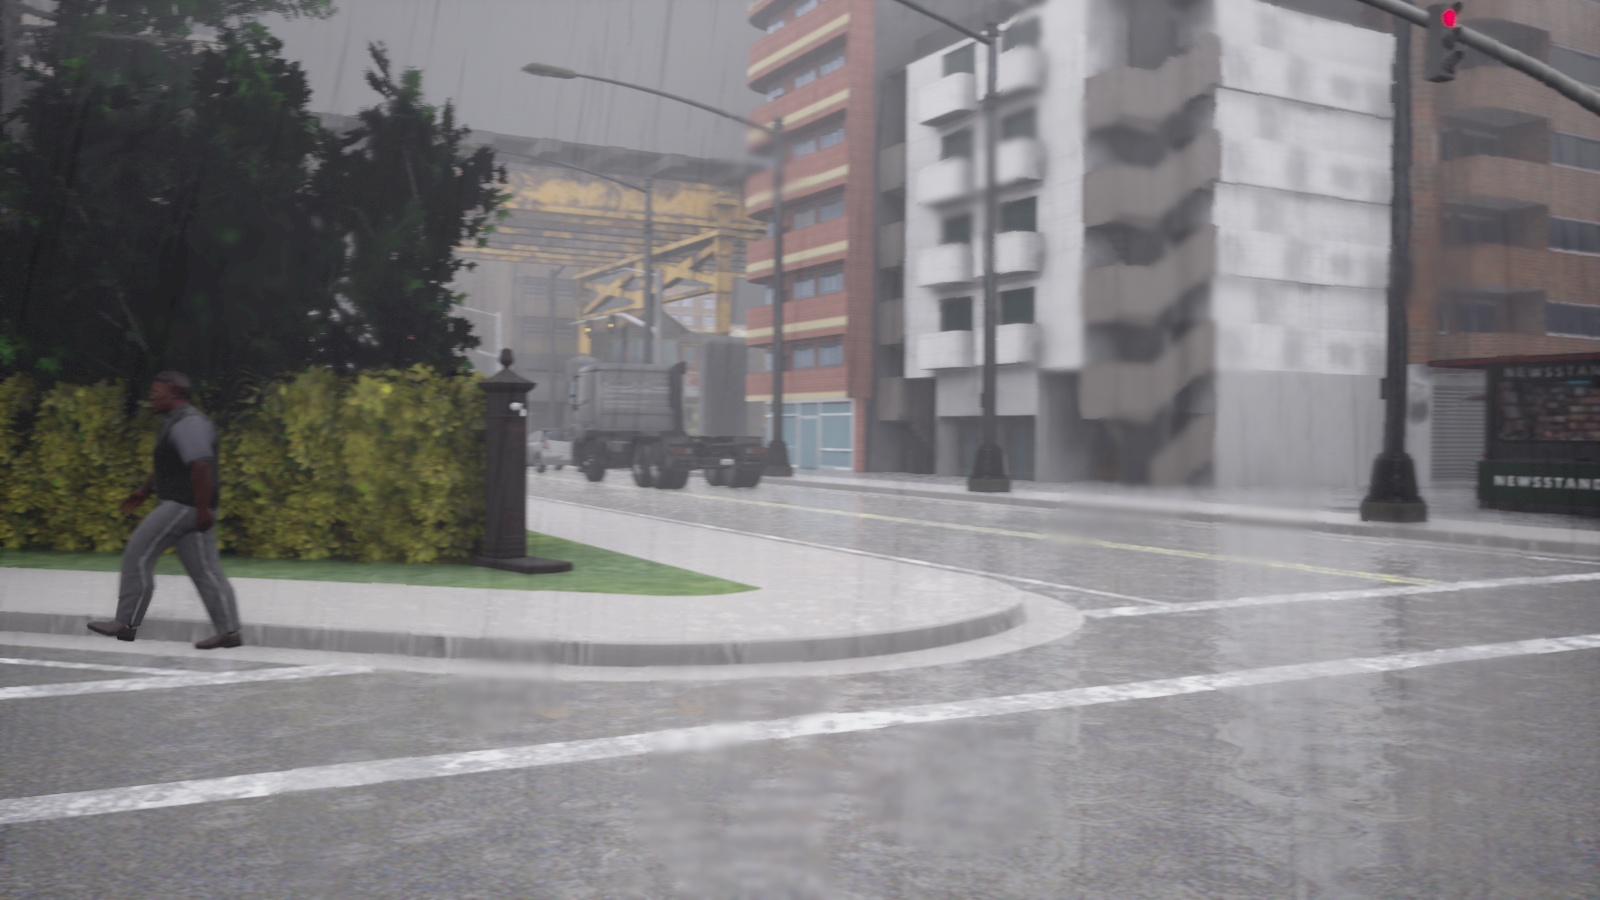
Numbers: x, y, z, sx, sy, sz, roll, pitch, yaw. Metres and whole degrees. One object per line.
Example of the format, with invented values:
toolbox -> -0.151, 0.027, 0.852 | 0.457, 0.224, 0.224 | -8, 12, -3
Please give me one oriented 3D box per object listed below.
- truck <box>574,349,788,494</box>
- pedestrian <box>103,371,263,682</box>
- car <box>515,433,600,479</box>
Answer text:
truck -> -3.480, -0.734, 34.168 | 2.891, 3.462, 7.936 | -1, 1, -28
pedestrian -> -3.916, 0.455, 8.028 | 0.849, 1.883, 0.563 | -1, 1, -22
car -> -8.398, 0.180, 43.280 | 1.845, 1.501, 3.633 | -1, 1, -28
